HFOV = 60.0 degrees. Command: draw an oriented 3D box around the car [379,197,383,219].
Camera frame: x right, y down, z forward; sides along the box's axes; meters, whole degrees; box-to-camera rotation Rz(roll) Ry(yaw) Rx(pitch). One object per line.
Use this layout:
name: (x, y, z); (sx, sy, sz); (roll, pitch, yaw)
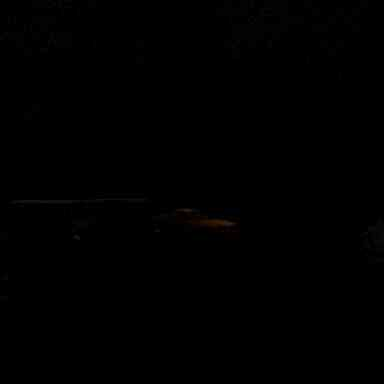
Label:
car: (11.768, 1.340, 24.527); (4.892, 1.521, 2.231); (-1, 0, 34)

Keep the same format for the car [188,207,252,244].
car: (-0.156, 1.436, 15.755); (5.366, 1.575, 1.946); (-1, -1, 34)

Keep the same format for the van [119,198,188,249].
van: (-2.638, 1.235, 14.067); (4.442, 1.987, 1.878); (-1, -1, 34)

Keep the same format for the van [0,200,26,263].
van: (-7.481, 1.277, 10.602); (4.442, 1.987, 1.878); (-1, -1, 35)

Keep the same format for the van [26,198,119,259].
van: (-5.060, 1.256, 12.334); (4.442, 1.987, 1.878); (-1, -1, 35)

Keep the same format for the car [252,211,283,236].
car: (2.083, 1.451, 17.603); (4.792, 1.488, 2.163); (-1, 0, 34)

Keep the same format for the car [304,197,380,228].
car: (9.516, 1.354, 22.690); (5.366, 1.575, 1.946); (-1, -1, 34)
